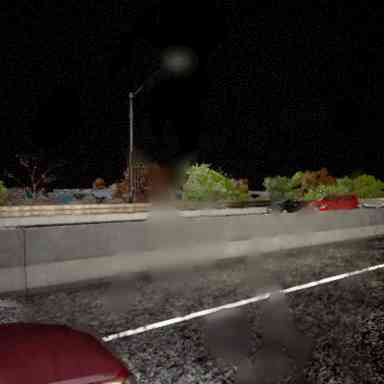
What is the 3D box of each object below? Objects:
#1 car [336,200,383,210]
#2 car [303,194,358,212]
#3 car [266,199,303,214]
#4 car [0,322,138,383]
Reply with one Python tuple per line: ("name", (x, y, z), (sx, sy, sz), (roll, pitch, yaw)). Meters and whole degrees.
("car", (13.938, 1.577, 26.547), (4.718, 1.301, 1.895), (0, 0, -35))
("car", (12.936, 1.197, 30.103), (5.566, 2.045, 2.150), (0, 0, -34))
("car", (9.215, 1.478, 31.787), (4.892, 1.490, 1.837), (0, 0, -35))
("car", (-2.360, 1.565, 2.052), (4.181, 1.385, 1.994), (0, 0, -35))
